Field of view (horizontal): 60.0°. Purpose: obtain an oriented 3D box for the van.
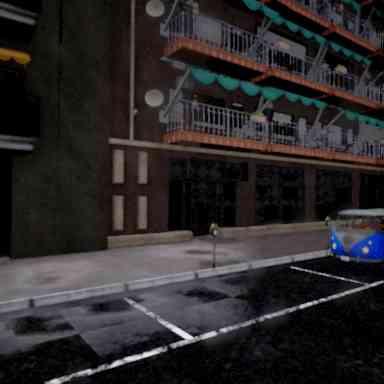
[{"bbox_3d":[6.212,1.448,10.985,3.998,1.788,1.690,1,0,-35],"label":"van"}]
